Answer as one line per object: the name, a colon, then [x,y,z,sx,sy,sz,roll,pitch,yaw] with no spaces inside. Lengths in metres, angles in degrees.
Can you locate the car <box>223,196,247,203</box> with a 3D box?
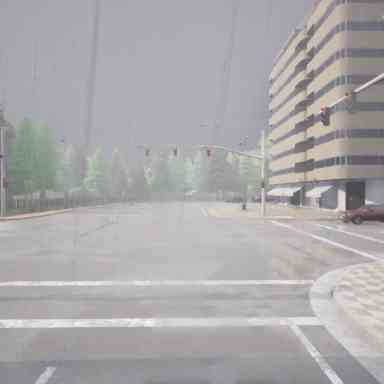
car: [8.858,1.547,68.251,5.357,1.411,2.033,0,0,-38]

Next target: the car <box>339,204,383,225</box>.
car: [13.155,1.581,24.207,4.674,1.442,1.812,0,0,-1]

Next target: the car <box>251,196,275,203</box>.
car: [14.171,1.526,67.955,4.674,1.442,1.812,0,0,-34]
